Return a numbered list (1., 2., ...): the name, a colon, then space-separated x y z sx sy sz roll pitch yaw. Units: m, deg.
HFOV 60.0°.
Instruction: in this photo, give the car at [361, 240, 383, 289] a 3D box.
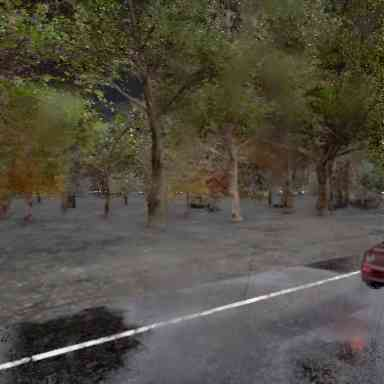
1. car: 5.816 1.536 7.898 4.674 1.442 1.812 0 0 -35
